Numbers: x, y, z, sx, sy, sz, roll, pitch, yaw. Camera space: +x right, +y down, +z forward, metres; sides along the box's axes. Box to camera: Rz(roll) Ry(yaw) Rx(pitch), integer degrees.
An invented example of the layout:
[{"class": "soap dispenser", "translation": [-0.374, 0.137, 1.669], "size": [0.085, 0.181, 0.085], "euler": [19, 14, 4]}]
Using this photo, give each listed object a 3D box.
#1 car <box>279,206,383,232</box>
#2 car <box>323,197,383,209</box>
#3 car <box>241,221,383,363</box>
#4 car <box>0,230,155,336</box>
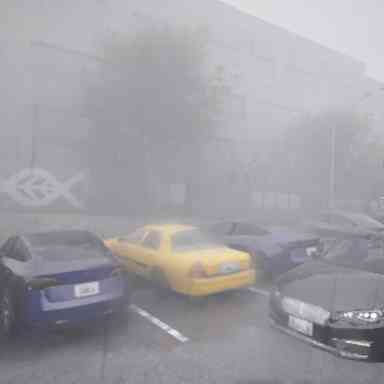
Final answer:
[{"class": "car", "translation": [6.200, 1.527, 13.351], "size": [2.163, 1.488, 4.792], "euler": [0, 0, -35]}, {"class": "car", "translation": [8.475, 1.251, 14.974], "size": [2.435, 2.045, 5.566], "euler": [0, 0, -35]}, {"class": "car", "translation": [3.431, 1.500, 5.823], "size": [4.902, 1.511, 2.128], "euler": [0, 0, -35]}, {"class": "car", "translation": [-2.932, 1.512, 6.910], "size": [2.163, 1.488, 4.792], "euler": [0, 0, -35]}]
